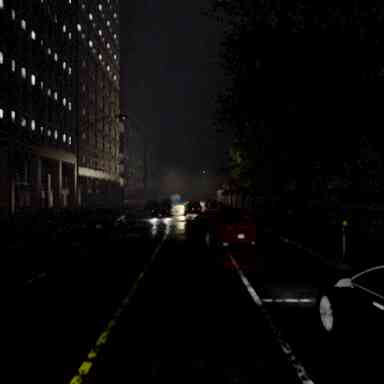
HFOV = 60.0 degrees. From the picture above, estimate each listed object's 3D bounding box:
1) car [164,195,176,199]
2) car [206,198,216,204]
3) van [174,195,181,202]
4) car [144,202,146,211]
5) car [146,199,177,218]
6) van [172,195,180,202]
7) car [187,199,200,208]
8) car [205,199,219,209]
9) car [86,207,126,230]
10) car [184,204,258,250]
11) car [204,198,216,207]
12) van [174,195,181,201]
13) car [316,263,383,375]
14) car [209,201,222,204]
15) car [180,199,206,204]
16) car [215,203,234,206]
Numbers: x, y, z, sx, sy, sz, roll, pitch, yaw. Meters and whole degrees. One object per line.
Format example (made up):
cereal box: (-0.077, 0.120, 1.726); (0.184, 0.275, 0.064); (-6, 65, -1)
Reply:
car: (-4.860, 1.823, 66.560); (1.947, 1.339, 4.313); (0, 0, 1)
car: (2.756, 1.689, 38.176); (1.887, 1.381, 4.507); (0, 0, 0)
van: (-4.426, 1.668, 83.439); (1.690, 1.788, 3.998); (0, 0, 2)
car: (-5.216, 1.712, 44.058); (1.887, 1.381, 4.507); (0, 0, 0)
car: (-2.833, 1.669, 32.413); (2.033, 1.411, 5.357); (0, 0, 0)
van: (-4.250, 1.692, 89.072); (1.690, 1.788, 3.998); (0, 0, 2)
car: (0.301, 1.802, 52.741); (1.895, 1.301, 4.718); (0, 0, 1)
car: (2.873, 1.733, 49.457); (1.887, 1.381, 4.507); (0, 0, 1)
car: (-5.471, 1.646, 21.564); (1.947, 1.339, 4.313); (0, 0, 0)
car: (1.137, 1.533, 14.911); (1.882, 1.535, 5.008); (0, 0, -17)
car: (2.957, 1.737, 55.267); (1.752, 1.417, 4.829); (0, 0, 1)
van: (-4.061, 1.716, 94.698); (1.690, 1.788, 3.998); (0, 0, 2)
car: (3.019, 1.518, 3.786); (1.837, 1.490, 4.892); (0, 0, 0)
car: (2.703, 1.651, 26.896); (2.008, 1.369, 4.403); (0, 0, 0)
car: (0.115, 1.673, 33.371); (2.033, 1.411, 5.357); (0, 0, 1)
car: (2.699, 1.624, 21.262); (1.887, 1.381, 4.507); (0, 0, 0)
